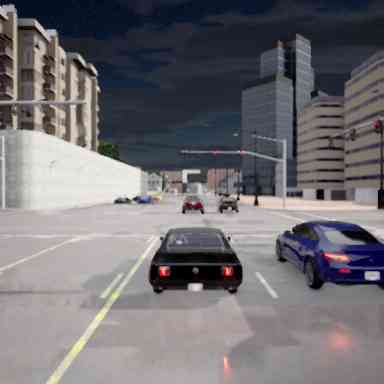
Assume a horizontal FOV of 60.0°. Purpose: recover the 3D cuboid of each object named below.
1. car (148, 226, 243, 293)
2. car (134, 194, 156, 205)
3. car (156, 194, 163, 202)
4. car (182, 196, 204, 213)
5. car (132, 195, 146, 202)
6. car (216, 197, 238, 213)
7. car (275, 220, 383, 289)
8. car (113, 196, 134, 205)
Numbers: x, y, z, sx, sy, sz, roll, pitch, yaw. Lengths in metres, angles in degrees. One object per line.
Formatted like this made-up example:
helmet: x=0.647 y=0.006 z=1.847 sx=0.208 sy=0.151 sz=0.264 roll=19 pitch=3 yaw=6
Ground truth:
car: x=0.082 y=1.549 z=8.663 sx=1.895 sy=1.301 sz=4.718 roll=0 pitch=0 yaw=0
car: x=-7.046 y=1.179 z=50.494 sx=1.882 sy=1.535 sz=5.008 roll=0 pitch=0 yaw=0
car: x=-6.969 y=1.086 z=66.191 sx=1.882 sy=1.535 sz=5.008 roll=0 pitch=0 yaw=0
car: x=0.116 y=1.151 z=33.856 sx=2.097 sy=1.767 sz=4.553 roll=0 pitch=0 yaw=0
car: x=-10.469 y=1.210 z=65.997 sx=1.895 sy=1.301 sz=4.718 roll=0 pitch=0 yaw=0
car: x=3.618 y=1.301 z=34.199 sx=1.837 sy=1.490 sz=4.892 roll=0 pitch=0 yaw=0
car: x=3.583 y=1.472 z=8.882 sx=1.812 sy=1.442 sz=4.674 roll=0 pitch=0 yaw=0
car: x=-10.546 y=1.266 z=50.374 sx=1.994 sy=1.385 sz=4.181 roll=0 pitch=0 yaw=0
